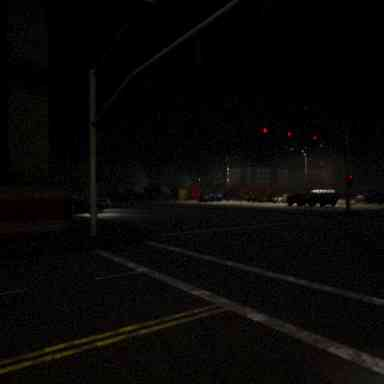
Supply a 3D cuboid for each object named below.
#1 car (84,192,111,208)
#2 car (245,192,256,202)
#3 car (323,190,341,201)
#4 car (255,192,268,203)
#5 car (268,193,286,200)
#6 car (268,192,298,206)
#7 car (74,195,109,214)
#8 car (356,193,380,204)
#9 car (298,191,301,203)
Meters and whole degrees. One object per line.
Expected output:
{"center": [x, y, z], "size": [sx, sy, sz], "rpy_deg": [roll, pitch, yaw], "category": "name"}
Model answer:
{"center": [-12.365, 1.070, 42.842], "size": [2.150, 2.045, 5.566], "rpy_deg": [0, 0, -36], "category": "car"}
{"center": [11.635, 0.867, 58.927], "size": [4.605, 1.855, 1.932], "rpy_deg": [0, 0, -35], "category": "car"}
{"center": [35.031, 0.654, 82.276], "size": [3.866, 1.878, 1.905], "rpy_deg": [0, 0, -35], "category": "car"}
{"center": [13.225, 1.077, 56.765], "size": [3.905, 1.438, 1.784], "rpy_deg": [0, 0, -35], "category": "car"}
{"center": [19.115, 0.977, 74.554], "size": [3.905, 1.438, 1.784], "rpy_deg": [0, 0, -35], "category": "car"}
{"center": [14.895, 1.108, 54.400], "size": [3.806, 1.475, 1.970], "rpy_deg": [0, 0, -35], "category": "car"}
{"center": [-10.779, 1.349, 34.623], "size": [1.882, 1.535, 5.008], "rpy_deg": [0, 0, -36], "category": "car"}
{"center": [30.557, 1.009, 58.402], "size": [3.806, 1.475, 1.970], "rpy_deg": [0, 0, -35], "category": "car"}
{"center": [20.733, 0.767, 72.151], "size": [4.605, 1.855, 1.932], "rpy_deg": [0, 0, -35], "category": "car"}
